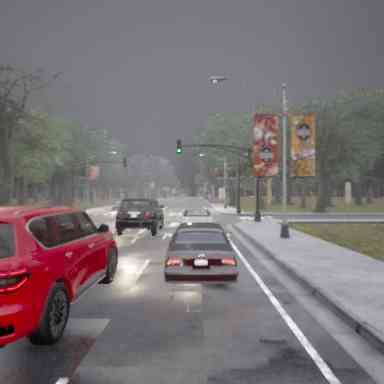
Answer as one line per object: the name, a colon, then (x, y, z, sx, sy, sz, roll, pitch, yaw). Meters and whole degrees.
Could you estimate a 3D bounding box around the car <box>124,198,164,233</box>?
car: (-2.938, 1.341, 19.633, 2.150, 2.045, 5.566, 0, -1, 0)

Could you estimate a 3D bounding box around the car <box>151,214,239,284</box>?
car: (0.224, 1.607, 9.813, 2.033, 1.411, 5.357, 0, 0, 1)

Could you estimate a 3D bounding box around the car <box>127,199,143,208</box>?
car: (-9.325, 1.884, 54.874, 1.812, 1.442, 4.674, 0, 0, 1)

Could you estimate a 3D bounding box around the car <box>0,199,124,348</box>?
car: (-3.051, 1.262, 6.534, 2.150, 2.045, 5.566, 0, 0, 0)

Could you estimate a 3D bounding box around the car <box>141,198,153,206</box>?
car: (-9.128, 1.954, 67.724, 1.837, 1.490, 4.892, 0, -1, 0)

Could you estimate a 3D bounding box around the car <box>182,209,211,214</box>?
car: (0.308, 1.734, 21.507, 1.895, 1.301, 4.718, 0, 0, 0)

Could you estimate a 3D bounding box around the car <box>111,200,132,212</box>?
car: (-9.418, 1.814, 44.781, 1.812, 1.442, 4.674, 0, 0, 1)
